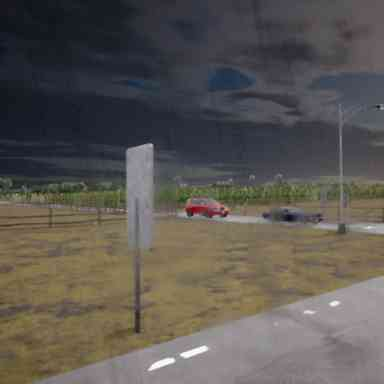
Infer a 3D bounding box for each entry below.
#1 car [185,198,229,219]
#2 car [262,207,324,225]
[{"bbox_3d":[1.482,1.701,35.380,2.150,2.045,5.566,0,-1,-36],"label":"car"},{"bbox_3d":[7.951,1.870,26.410,1.895,1.301,4.718,0,-1,-36],"label":"car"}]
